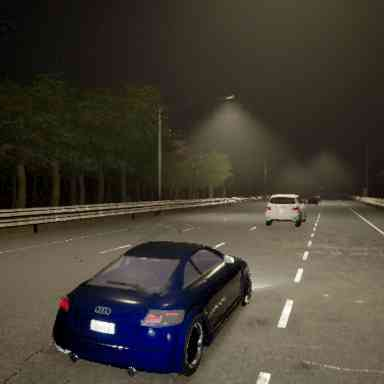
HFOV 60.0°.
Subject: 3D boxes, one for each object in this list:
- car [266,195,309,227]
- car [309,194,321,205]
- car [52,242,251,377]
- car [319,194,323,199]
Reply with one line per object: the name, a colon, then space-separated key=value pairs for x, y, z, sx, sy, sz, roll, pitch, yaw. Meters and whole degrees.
car: x=6.658 y=1.219 z=23.255 sx=2.150 sy=2.045 sz=5.566 roll=0 pitch=0 yaw=23
car: x=21.873 y=1.557 z=60.284 sx=1.812 sy=1.442 sz=4.674 roll=0 pitch=0 yaw=22
car: x=-0.299 y=1.563 z=5.785 sx=1.994 sy=1.385 sz=4.181 roll=0 pitch=0 yaw=22
car: x=30.221 y=1.682 z=80.800 sx=1.895 sy=1.301 sz=4.718 roll=0 pitch=0 yaw=22
